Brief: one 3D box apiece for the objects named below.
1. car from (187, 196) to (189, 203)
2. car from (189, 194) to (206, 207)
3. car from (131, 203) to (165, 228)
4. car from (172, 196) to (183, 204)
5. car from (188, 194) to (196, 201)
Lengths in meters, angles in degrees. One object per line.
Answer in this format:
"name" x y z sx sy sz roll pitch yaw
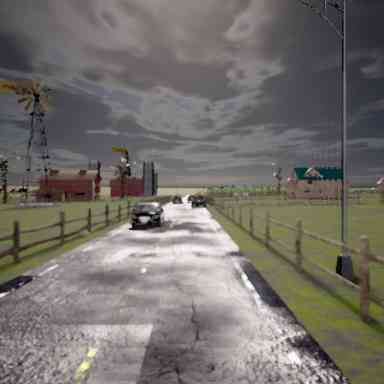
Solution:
"car" 0.006 1.439 68.512 1.812 1.442 4.674 0 0 0
"car" 0.966 1.349 49.682 2.097 1.767 4.553 0 0 0
"car" -2.846 1.481 22.288 2.128 1.511 4.902 0 0 0
"car" -2.763 1.536 63.680 1.812 1.442 4.674 0 0 1
"car" 0.008 1.366 85.288 1.882 1.535 5.008 0 0 0
